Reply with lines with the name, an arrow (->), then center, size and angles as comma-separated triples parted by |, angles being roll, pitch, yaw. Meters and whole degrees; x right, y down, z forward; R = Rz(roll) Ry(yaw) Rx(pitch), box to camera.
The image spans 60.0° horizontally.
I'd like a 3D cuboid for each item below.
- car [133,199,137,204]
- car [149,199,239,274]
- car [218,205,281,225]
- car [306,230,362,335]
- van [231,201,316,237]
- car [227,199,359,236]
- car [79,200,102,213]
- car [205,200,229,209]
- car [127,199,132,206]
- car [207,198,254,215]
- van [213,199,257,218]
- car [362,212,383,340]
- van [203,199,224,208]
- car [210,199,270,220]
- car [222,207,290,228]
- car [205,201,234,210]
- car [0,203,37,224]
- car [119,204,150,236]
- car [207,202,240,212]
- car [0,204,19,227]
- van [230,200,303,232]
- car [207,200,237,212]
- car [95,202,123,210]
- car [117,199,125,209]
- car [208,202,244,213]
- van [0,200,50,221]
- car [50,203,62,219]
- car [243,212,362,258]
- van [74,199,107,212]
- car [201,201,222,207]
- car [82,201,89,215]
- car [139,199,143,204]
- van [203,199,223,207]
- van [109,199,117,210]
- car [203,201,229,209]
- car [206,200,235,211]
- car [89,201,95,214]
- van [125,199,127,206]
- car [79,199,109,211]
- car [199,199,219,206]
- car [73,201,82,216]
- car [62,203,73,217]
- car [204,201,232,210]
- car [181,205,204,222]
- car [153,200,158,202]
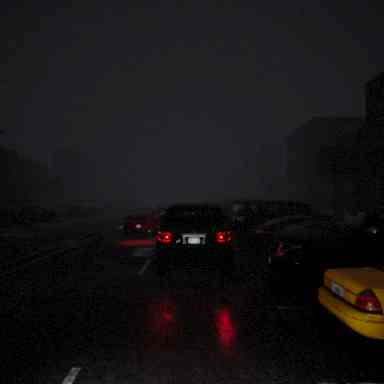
car -> -15.552, 2.492, 73.244 | 5.566, 2.045, 2.435 | 0, -1, 0
car -> 0.070, 1.365, 11.223 | 2.150, 2.045, 5.566 | 0, 0, 0
car -> 4.676, 1.885, 27.555 | 4.792, 1.488, 2.163 | 0, -1, 0
car -> 4.894, 1.544, 5.326 | 5.366, 1.575, 1.946 | 0, -1, 0
van -> 4.590, 1.505, 19.224 | 4.442, 1.987, 1.878 | 0, -1, 0
car -> 4.736, 1.441, 16.444 | 5.566, 2.045, 2.435 | 0, -1, 0
car -> -15.504, 2.182, 45.671 | 5.008, 1.535, 2.097 | 0, -1, 0
car -> 4.733, 2.386, 63.679 | 4.553, 1.767, 2.185 | 0, -1, 0
car -> -15.524, 2.626, 67.724 | 5.008, 1.535, 2.097 | 0, -1, 0
car -> 4.676, 1.834, 41.452 | 5.566, 2.045, 2.435 | 0, -1, 0
van -> 4.589, 1.764, 35.895 | 4.442, 1.987, 1.878 | 0, -1, 0
car -> 4.738, 1.261, 2.549 | 5.566, 2.045, 2.435 | 0, -1, 0
van -> 4.818, 2.516, 74.796 | 4.442, 1.987, 1.878 | 0, -1, 0
car -> 4.677, 1.692, 33.118 | 5.566, 2.045, 2.435 | 0, -1, 0
car -> 4.704, 1.855, 24.901 | 4.674, 1.452, 2.002 | 0, -1, 0
car -> 4.709, 2.400, 58.119 | 4.892, 1.521, 2.231 | 0, -1, 0
car -> -15.475, 1.850, 26.373 | 4.892, 1.521, 2.231 | 0, -1, 0
car -> -2.907, 1.748, 20.519 | 1.882, 1.535, 5.008 | 0, -1, 0
car -> 4.701, 2.277, 49.782 | 4.674, 1.452, 2.002 | 0, -1, 0
car -> -15.473, 1.808, 23.617 | 4.892, 1.521, 2.231 | 0, -1, 0
van -> 4.824, 1.546, 22.001 | 4.442, 1.987, 1.878 | 0, -1, 0
car -> 4.672, 2.165, 52.564 | 4.553, 1.767, 2.185 | 0, -1, 0
car -> -15.511, 2.550, 62.210 | 4.674, 1.452, 2.002 | 0, -1, 0
car -> -15.326, 2.450, 59.454 | 5.366, 1.575, 1.946 | 0, -1, 0
car -> 4.698, 2.186, 47.005 | 4.892, 1.521, 2.231 | 0, -1, 0
van -> -15.367, 1.670, 29.258 | 4.442, 1.987, 1.878 | 0, -1, 0
car -> -15.484, 1.979, 31.886 | 4.674, 1.452, 2.002 | 0, -1, 0
car -> 4.705, 1.694, 13.662 | 4.674, 1.452, 2.002 | 0, -1, 0
van -> -15.620, 2.062, 51.188 | 4.442, 1.987, 1.878 | 0, -1, 0
car -> 4.694, 2.855, 80.349 | 4.892, 1.521, 2.231 | 0, -1, 0
car -> -15.523, 2.111, 40.157 | 4.792, 1.488, 2.163 | 0, -1, 0
car -> -15.559, 2.663, 81.517 | 5.566, 2.045, 2.435 | 0, -1, 0
van -> 4.818, 2.572, 77.575 | 4.442, 1.987, 1.878 | 0, -1, 0
van -> -15.626, 2.170, 56.700 | 4.442, 1.987, 1.878 | 0, -1, 0
car -> 4.697, 2.569, 66.455 | 5.008, 1.535, 2.097 | 0, -1, 0
car -> 4.672, 2.218, 55.345 | 4.553, 1.767, 2.185 | 0, -1, 0
car -> -15.499, 2.171, 42.913 | 4.674, 1.452, 2.002 | 0, -1, 0
van -> -15.633, 2.342, 64.971 | 4.442, 1.987, 1.878 | 0, -1, 0
car -> -15.530, 1.983, 48.431 | 5.566, 2.045, 2.435 | 0, -1, 0
car -> 4.670, 2.880, 94.250 | 5.566, 2.045, 2.435 | 0, -1, 0
car -> -15.485, 2.034, 37.400 | 4.892, 1.521, 2.231 | 0, -1, 0
car -> -15.674, 1.983, 34.644 | 5.366, 1.575, 1.946 | 0, -1, 0
car -> 4.698, 2.455, 60.896 | 5.008, 1.535, 2.097 | 0, -1, 0
car -> 0.091, 1.994, 32.063 | 2.033, 1.411, 5.357 | 0, -1, 0
car -> -2.908, 2.001, 36.643 | 1.882, 1.535, 5.008 | 0, -1, 0
